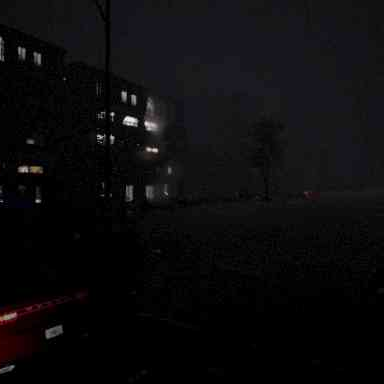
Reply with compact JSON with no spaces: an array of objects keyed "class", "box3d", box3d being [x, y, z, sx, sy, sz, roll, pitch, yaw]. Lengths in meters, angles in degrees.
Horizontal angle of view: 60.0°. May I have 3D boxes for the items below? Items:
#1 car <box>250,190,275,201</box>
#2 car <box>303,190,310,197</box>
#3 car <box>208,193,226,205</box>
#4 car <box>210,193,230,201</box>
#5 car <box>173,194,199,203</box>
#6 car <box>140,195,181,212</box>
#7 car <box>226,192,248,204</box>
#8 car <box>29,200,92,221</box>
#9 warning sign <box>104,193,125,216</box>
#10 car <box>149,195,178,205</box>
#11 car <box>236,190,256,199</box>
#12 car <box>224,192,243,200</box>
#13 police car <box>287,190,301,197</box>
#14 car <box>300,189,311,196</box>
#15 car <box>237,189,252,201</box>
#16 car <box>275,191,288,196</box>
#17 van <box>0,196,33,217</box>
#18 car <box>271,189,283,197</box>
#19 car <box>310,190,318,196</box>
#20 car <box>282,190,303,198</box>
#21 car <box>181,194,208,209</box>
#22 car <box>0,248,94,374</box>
[{"class":"car","box3d":[12.358,0.846,58.193,1.752,1.417,4.829,1,2,35]},{"class":"car","box3d":[24.930,0.532,76.374,2.008,1.369,4.403,1,1,35]},{"class":"car","box3d":[2.652,1.047,48.872,1.812,1.442,4.674,0,1,35]},{"class":"car","box3d":[5.368,0.881,62.821,1.947,1.339,4.313,1,2,35]},{"class":"car","box3d":[-0.967,1.038,53.659,2.008,1.369,4.403,1,2,35]},{"class":"car","box3d":[-3.578,1.300,35.150,1.887,1.381,4.507,1,2,35]},{"class":"car","box3d":[5.925,1.046,48.892,2.008,1.369,4.403,1,2,35]},{"class":"car","box3d":[-9.912,1.496,25.991,1.947,1.339,4.313,1,2,35]},{"class":"warning sign","box3d":[-6.299,1.001,27.080,1.300,1.860,1.060,-1,-1,35]},{"class":"car","box3d":[-4.134,1.140,49.079,1.947,1.339,4.313,1,2,35]},{"class":"car","box3d":[11.705,0.459,71.976,2.192,1.841,5.009,1,2,35]},{"class":"car","box3d":[8.439,0.757,67.260,1.752,1.417,4.829,1,2,35]},{"class":"police car","box3d":[24.284,0.377,78.986,1.930,1.638,5.238,0,1,32]},{"class":"car","box3d":[29.718,0.155,87.122,2.097,1.767,4.553,0,1,28]},{"class":"car","box3d":[9.860,0.547,59.330,2.150,2.045,5.566,0,1,35]},{"class":"car","box3d":[24.373,0.348,90.303,1.887,1.381,4.507,1,2,35]},{"class":"van","box3d":[-16.803,1.264,30.753,1.690,1.788,3.998,1,2,35]},{"class":"car","box3d":[21.207,0.204,85.717,2.192,1.841,5.009,1,2,35]},{"class":"car","box3d":[31.265,0.251,85.533,1.967,1.590,4.097,1,1,35]},{"class":"car","box3d":[21.763,0.617,71.795,2.008,1.369,4.403,1,1,35]},{"class":"car","box3d":[-0.410,1.219,39.731,2.008,1.369,4.403,1,2,35]},{"class":"car","box3d":[-3.498,1.587,5.357,4.507,1.381,1.887,-1,0,35]}]
